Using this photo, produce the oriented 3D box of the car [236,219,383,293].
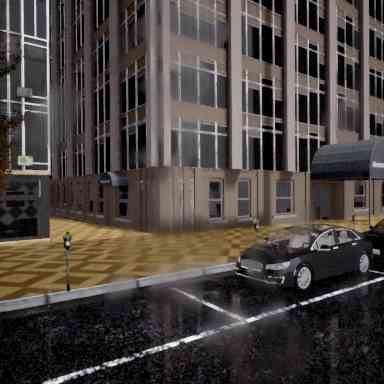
[{"bbox_3d":[3.091,1.549,8.784,4.403,1.369,2.008,0,-1,-36],"label":"car"}]
